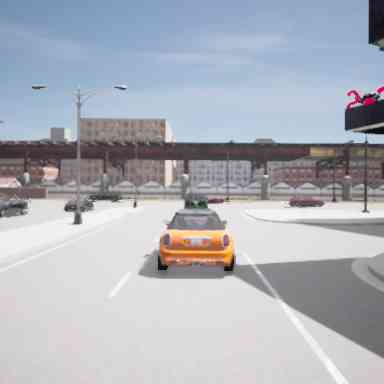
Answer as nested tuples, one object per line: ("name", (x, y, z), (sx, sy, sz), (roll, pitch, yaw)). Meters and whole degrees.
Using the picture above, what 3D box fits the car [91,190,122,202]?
("car", (-14.878, 0.730, 57.283), (5.566, 2.045, 2.150), (0, 0, 1))

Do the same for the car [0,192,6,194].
("car", (-24.914, 0.835, 43.298), (4.553, 1.767, 2.097), (1, 0, 1))

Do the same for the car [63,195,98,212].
("car", (-11.241, 1.251, 33.307), (1.994, 1.385, 4.181), (1, 0, 1))

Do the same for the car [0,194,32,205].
("car", (-25.302, 0.984, 46.821), (4.674, 1.442, 1.812), (0, 0, 1))

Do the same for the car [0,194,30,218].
("car", (-14.774, 1.182, 26.235), (2.128, 1.511, 4.902), (1, 0, 1))

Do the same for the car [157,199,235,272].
("car", (0.109, 1.293, 10.768), (2.097, 1.767, 4.553), (1, 1, 0))

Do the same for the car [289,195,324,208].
("car", (15.862, 1.256, 46.107), (4.553, 1.767, 2.097), (1, 0, 1))

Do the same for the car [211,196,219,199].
("car", (2.814, 1.322, 53.509), (4.718, 1.301, 1.895), (1, 0, 1))

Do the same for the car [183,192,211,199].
("car", (0.366, 1.043, 31.730), (2.150, 2.045, 5.566), (1, 0, 1))
